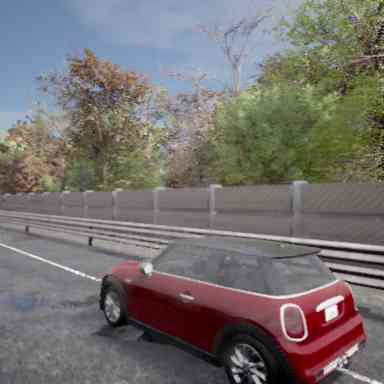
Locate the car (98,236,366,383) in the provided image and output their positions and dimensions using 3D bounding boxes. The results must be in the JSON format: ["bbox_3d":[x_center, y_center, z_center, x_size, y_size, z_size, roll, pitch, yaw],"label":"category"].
[{"bbox_3d":[0.268,1.544,5.660,2.097,1.767,4.553,2,-2,-43],"label":"car"}]
